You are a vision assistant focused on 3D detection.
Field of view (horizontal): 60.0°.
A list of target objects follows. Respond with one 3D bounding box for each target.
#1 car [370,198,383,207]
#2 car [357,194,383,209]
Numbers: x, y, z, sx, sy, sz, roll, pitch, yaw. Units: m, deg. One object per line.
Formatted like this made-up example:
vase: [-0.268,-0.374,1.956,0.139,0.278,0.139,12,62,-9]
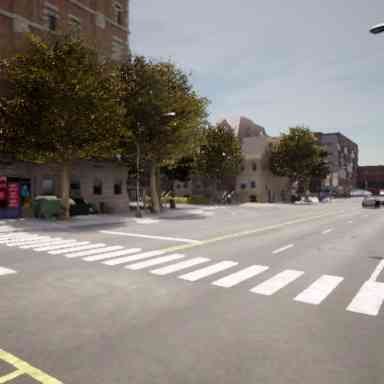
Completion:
car: [30.185,1.588,53.764,1.895,1.301,4.718,0,0,35]
car: [24.824,1.479,46.149,2.128,1.511,4.902,0,0,35]
